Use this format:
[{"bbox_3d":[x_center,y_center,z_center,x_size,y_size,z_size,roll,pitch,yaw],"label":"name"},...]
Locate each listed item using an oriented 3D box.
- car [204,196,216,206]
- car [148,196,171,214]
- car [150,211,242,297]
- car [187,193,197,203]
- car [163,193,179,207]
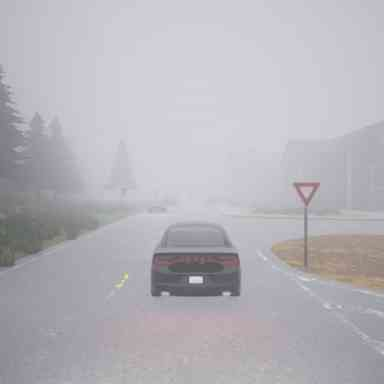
[{"bbox_3d":[2.989,1.440,55.703,1.816,1.474,4.193,-6,0,-2],"label":"car"},{"bbox_3d":[-3.583,1.516,35.797,1.812,1.442,4.674,0,0,0],"label":"car"},{"bbox_3d":[0.084,1.475,8.632,1.882,1.535,5.008,0,0,0],"label":"car"},{"bbox_3d":[0.021,1.529,67.255,2.033,1.411,5.357,0,0,0],"label":"car"},{"bbox_3d":[-3.571,1.208,51.380,2.150,2.045,5.566,0,0,0],"label":"car"}]
